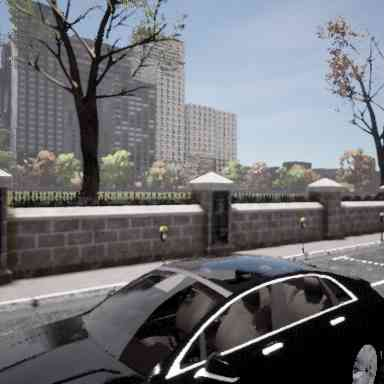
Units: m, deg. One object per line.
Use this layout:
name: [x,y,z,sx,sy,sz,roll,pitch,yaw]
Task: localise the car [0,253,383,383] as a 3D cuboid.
car: [0.218,1.522,3.518,4.892,1.490,1.837,1,0,-35]
